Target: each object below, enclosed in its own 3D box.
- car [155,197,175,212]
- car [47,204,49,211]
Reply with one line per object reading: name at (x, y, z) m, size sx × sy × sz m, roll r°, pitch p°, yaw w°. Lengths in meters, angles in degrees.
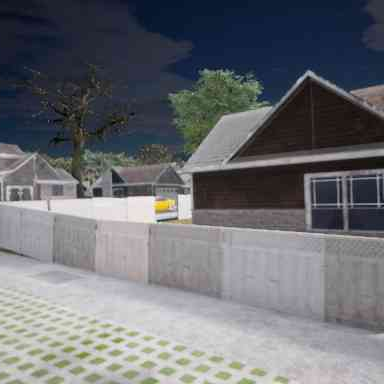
car at (-3.765, 1.232, 32.611) m, size 1.882 × 1.535 × 5.008 m, roll -2°, pitch -1°, yaw 36°
car at (-11.098, 1.455, 22.577) m, size 2.033 × 1.411 × 5.357 m, roll -2°, pitch -1°, yaw 36°
